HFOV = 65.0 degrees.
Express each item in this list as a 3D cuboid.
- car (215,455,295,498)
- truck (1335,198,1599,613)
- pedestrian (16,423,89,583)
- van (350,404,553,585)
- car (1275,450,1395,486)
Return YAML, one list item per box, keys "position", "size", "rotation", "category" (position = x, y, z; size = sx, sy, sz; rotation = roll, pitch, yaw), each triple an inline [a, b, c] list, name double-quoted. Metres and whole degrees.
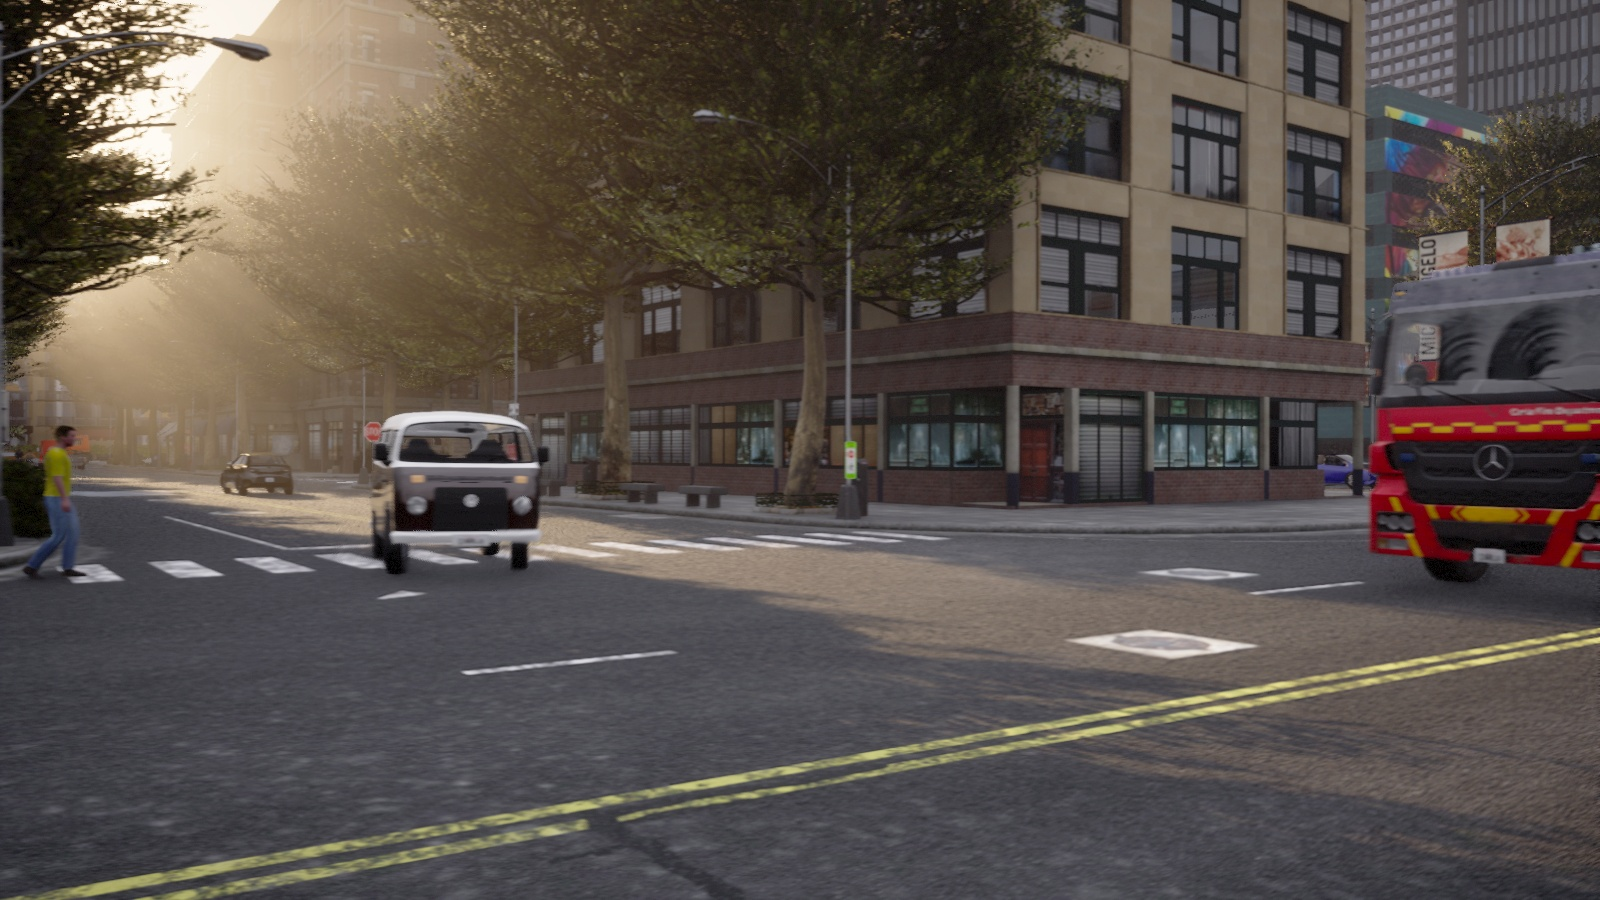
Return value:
- position: [-19.478, 0.909, 44.788]
  size: [1.816, 1.474, 4.193]
  rotation: [0, 0, -35]
  category: "car"
- position: [10.164, -0.405, 14.980]
  size: [8.468, 3.827, 2.891]
  rotation: [0, 0, -35]
  category: "truck"
- position: [-8.763, 0.606, 14.739]
  size: [0.706, 1.836, 0.354]
  rotation: [0, 0, -26]
  category: "pedestrian"
- position: [-4.728, 0.518, 16.567]
  size: [2.069, 2.038, 4.480]
  rotation: [1, 0, -22]
  category: "van"
- position: [23.639, 0.776, 55.603]
  size: [2.007, 1.525, 4.514]
  rotation: [0, 0, -35]
  category: "car"
